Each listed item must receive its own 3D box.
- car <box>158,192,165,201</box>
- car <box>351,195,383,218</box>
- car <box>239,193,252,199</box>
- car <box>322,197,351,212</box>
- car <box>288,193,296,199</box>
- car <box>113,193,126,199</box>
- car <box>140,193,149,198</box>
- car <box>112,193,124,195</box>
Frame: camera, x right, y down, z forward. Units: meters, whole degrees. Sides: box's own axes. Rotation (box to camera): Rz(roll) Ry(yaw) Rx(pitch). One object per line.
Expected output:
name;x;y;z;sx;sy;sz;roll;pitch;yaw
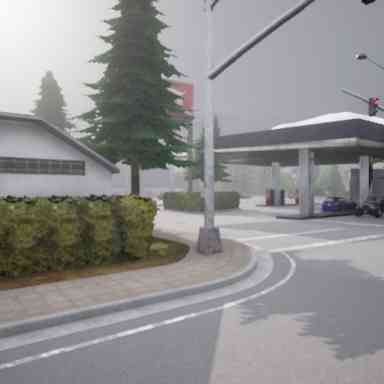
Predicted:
car;-5.543;0.941;71.932;1.932;1.855;4.605;0;0;-36
car;15.846;1.190;28.707;3.866;1.878;1.905;0;0;-36
car;13.044;1.069;84.544;1.845;1.501;3.633;0;0;-36
car;16.018;1.339;35.838;4.611;1.667;2.242;0;0;-36
car;27.137;1.030;85.319;2.152;1.636;5.027;0;0;-36
car;-18.240;1.090;83.789;1.970;1.475;3.806;0;0;-36
car;-13.244;0.984;87.829;2.152;1.636;5.027;0;0;-36
car;-17.048;1.171;75.935;2.007;1.523;4.514;0;0;-36
